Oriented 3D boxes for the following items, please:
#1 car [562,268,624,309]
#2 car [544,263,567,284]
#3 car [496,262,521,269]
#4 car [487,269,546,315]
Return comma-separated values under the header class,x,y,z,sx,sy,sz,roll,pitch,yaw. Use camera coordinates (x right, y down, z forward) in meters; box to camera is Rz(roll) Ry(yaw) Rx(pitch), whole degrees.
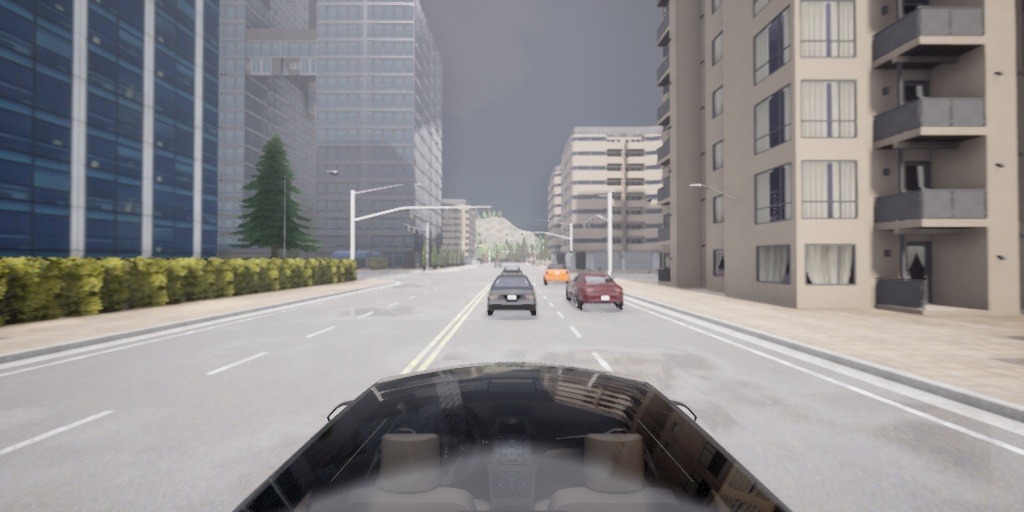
class,x,y,z,sx,sy,sz,roll,pitch,yaw
car,3.516,1.427,15.735,1.812,1.442,4.674,0,0,0
car,3.814,1.409,30.205,2.097,1.767,4.553,0,-1,7
car,0.009,1.552,30.334,2.128,1.511,4.902,0,0,0
car,0.003,1.434,14.349,2.033,1.411,5.357,0,-1,0
